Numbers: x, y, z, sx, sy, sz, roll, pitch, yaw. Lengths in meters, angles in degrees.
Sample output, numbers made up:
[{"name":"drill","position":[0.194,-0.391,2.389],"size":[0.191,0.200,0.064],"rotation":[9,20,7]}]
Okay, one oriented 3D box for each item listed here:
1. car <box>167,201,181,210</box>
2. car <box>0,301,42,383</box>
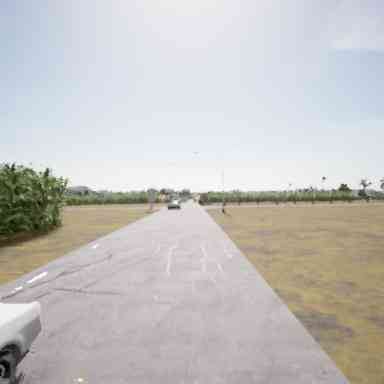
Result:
[{"name":"car","position":[-2.729,2.088,51.667],"size":[1.994,1.385,4.181],"rotation":[0,-1,0]},{"name":"car","position":[-2.847,1.608,2.030],"size":[1.895,1.301,4.718],"rotation":[0,0,0]}]
